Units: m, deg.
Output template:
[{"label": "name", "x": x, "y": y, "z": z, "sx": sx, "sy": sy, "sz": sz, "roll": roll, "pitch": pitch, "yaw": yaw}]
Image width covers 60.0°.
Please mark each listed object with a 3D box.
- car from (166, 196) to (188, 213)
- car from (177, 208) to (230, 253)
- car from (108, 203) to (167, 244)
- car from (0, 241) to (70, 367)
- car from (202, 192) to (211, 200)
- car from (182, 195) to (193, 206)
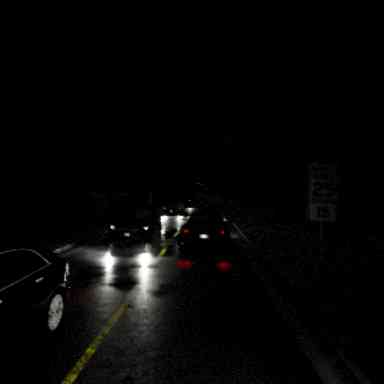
[{"label": "car", "x": -1.744, "y": 1.436, "z": 32.082, "sx": 1.812, "sy": 1.442, "sz": 4.674, "roll": 2, "pitch": 0, "yaw": 3}, {"label": "car", "x": 0.518, "y": 1.570, "z": 13.947, "sx": 1.994, "sy": 1.385, "sz": 4.181, "roll": 2, "pitch": 0, "yaw": 3}, {"label": "car", "x": -2.504, "y": 1.443, "z": 15.689, "sx": 1.812, "sy": 1.442, "sz": 4.674, "roll": 2, "pitch": 0, "yaw": 3}, {"label": "car", "x": -3.028, "y": 1.420, "z": 3.747, "sx": 1.837, "sy": 1.490, "sz": 4.892, "roll": 2, "pitch": 0, "yaw": 3}, {"label": "car", "x": 3.912, "y": 1.151, "z": 91.282, "sx": 2.150, "sy": 2.045, "sz": 5.566, "roll": 2, "pitch": 0, "yaw": 3}, {"label": "car", "x": -0.914, "y": 1.175, "z": 49.631, "sx": 1.882, "sy": 1.535, "sz": 5.008, "roll": 2, "pitch": 0, "yaw": 3}]
